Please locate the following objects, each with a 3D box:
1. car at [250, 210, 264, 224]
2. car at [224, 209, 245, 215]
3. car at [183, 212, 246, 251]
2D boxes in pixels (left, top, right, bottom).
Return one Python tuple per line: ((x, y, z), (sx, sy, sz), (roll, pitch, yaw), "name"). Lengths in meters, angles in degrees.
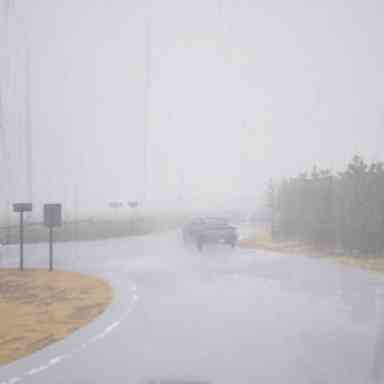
((7.244, 2.460, 33.609), (1.994, 1.385, 4.181), (-2, -2, 24), "car")
((4.180, 2.531, 34.888), (2.033, 1.411, 5.357), (-2, -2, 25), "car")
((0.775, 2.011, 16.954), (2.128, 1.511, 4.902), (-1, -2, -13), "car")
